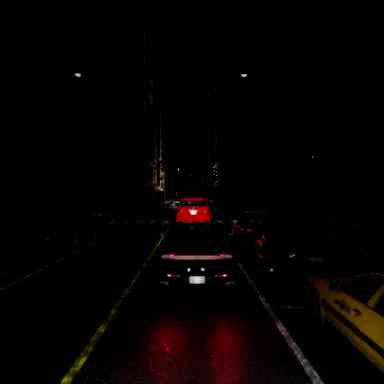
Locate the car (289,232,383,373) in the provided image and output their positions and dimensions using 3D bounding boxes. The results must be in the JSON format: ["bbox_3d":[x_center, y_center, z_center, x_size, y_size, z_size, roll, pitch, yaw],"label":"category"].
[{"bbox_3d":[2.867,1.549,4.239,1.752,1.417,4.829,-1,0,0],"label":"car"}]

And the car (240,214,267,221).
[{"bbox_3d":[2.872,1.665,15.240,1.802,1.307,4.206,-1,0,0],"label":"car"}]

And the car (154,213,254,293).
[{"bbox_3d":[0.101,1.541,9.016,2.128,1.511,4.902,0,0,0],"label":"car"}]

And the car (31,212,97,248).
[{"bbox_3d":[-5.673,1.628,15.241,1.887,1.381,4.507,-1,0,0],"label":"car"}]

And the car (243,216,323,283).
[{"bbox_3d":[2.870,1.619,9.655,1.947,1.339,4.313,-1,0,0],"label":"car"}]

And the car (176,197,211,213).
[{"bbox_3d":[0.105,1.347,22.702,2.150,2.045,5.566,0,0,0],"label":"car"}]
